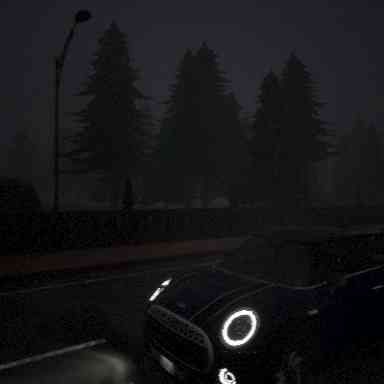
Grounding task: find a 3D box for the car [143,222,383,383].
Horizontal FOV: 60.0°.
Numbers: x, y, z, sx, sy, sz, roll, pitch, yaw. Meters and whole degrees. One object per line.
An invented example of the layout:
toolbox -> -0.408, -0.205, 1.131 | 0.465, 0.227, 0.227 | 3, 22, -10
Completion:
car -> 1.547, 1.378, 5.098 | 4.553, 1.767, 2.097 | 0, 0, -36
